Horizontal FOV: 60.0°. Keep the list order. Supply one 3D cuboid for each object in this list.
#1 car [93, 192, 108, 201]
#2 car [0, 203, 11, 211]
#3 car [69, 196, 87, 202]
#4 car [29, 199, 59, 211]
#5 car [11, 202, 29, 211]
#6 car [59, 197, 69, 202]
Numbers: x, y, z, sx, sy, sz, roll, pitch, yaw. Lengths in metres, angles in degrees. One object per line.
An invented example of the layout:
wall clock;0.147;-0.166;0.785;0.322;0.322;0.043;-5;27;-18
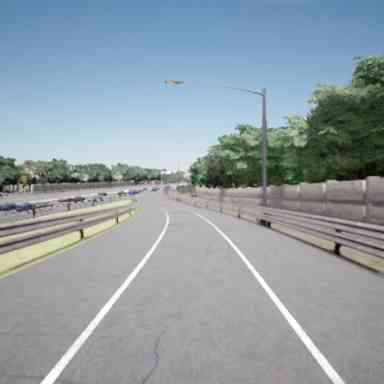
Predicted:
car;-23.479;1.571;84.995;2.128;1.511;4.902;0;2;8
car;-33.752;2.630;61.437;1.994;1.385;4.181;0;3;8
car;-27.489;1.700;81.488;1.837;1.490;4.892;0;3;8
car;-26.823;2.434;60.438;2.097;1.767;4.553;0;3;8
car;-30.286;2.591;60.951;1.812;1.442;4.674;0;3;8
car;-30.953;1.777;81.994;1.895;1.301;4.718;0;3;8
